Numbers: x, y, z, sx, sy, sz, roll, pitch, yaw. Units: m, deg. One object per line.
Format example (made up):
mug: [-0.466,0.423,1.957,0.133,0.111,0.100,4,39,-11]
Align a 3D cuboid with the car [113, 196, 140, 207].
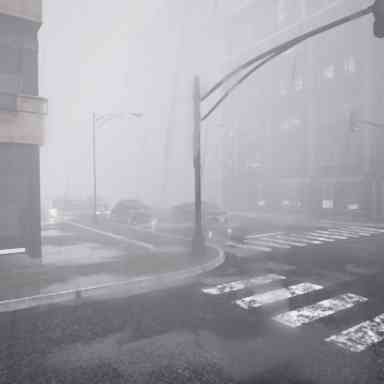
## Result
car: [-9.110,1.264,45.961,1.752,1.417,4.829,-1,1,-35]

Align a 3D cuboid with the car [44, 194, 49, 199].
car: [-34.980,1.073,83.342,1.752,1.417,4.829,-1,1,-35]

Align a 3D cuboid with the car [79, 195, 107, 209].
car: [-11.478,1.396,39.221,2.033,1.411,5.357,-1,1,-35]

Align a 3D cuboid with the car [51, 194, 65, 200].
car: [-31.650,1.122,78.530,2.008,1.369,4.403,-1,1,-35]

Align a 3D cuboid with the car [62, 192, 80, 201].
car: [-25.184,0.933,69.182,2.192,1.841,5.009,-1,1,-35]

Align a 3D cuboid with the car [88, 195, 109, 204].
car: [-15.577,1.215,55.306,1.752,1.417,4.829,-1,1,-35]

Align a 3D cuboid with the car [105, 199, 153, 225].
car: [-4.402,1.508,24.210,1.887,1.381,4.507,-1,1,-35]

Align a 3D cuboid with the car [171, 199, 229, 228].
car: [0.407,1.432,22.030,2.128,1.511,4.902,-1,1,-35]

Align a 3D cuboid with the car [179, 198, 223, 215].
car: [0.772,1.357,31.866,1.887,1.381,4.507,-1,1,-35]

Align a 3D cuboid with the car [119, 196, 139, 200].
car: [-5.477,1.372,30.537,1.882,1.535,5.008,-1,1,-35]

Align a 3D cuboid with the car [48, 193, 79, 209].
car: [-15.901,1.312,41.051,1.967,1.590,4.097,-1,1,-35]

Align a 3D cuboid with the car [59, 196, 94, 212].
car: [-12.667,1.447,36.379,2.008,1.369,4.403,-1,1,-35]
